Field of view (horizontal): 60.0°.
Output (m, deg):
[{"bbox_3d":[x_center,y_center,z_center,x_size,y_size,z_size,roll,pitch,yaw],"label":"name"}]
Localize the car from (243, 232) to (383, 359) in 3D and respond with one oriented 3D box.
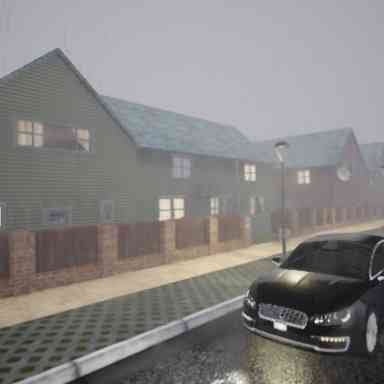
[{"bbox_3d":[2.871,1.604,6.345,1.837,1.490,4.892,-2,-2,43],"label":"car"}]
